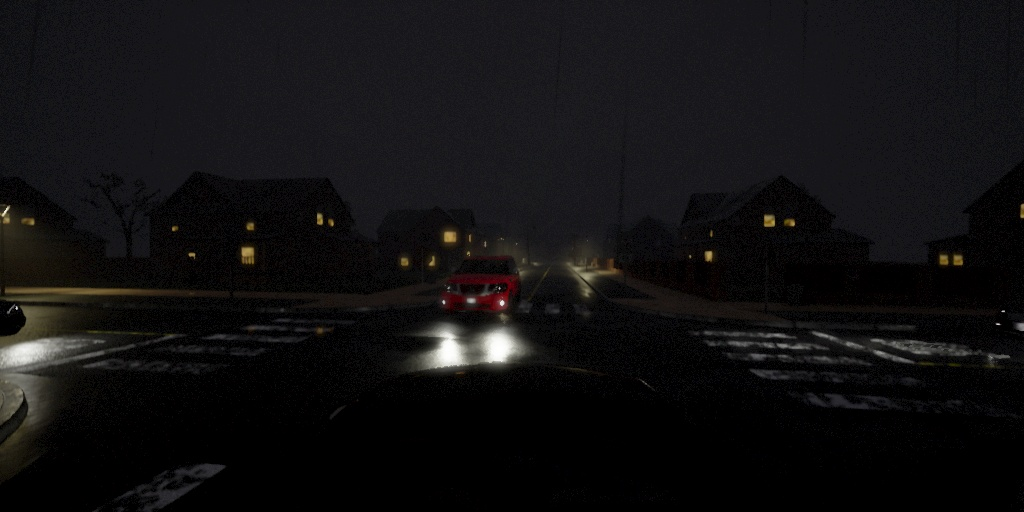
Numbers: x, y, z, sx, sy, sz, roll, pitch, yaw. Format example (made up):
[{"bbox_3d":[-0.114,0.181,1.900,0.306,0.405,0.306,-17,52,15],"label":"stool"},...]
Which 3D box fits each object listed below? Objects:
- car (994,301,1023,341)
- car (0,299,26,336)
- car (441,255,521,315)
[{"bbox_3d":[13.512,1.293,7.465,4.902,1.511,2.128,0,1,7],"label":"car"},{"bbox_3d":[-13.599,1.170,7.868,4.674,1.442,1.812,0,1,7],"label":"car"},{"bbox_3d":[-0.894,0.988,13.468,2.150,2.045,5.566,0,0,7],"label":"car"}]
